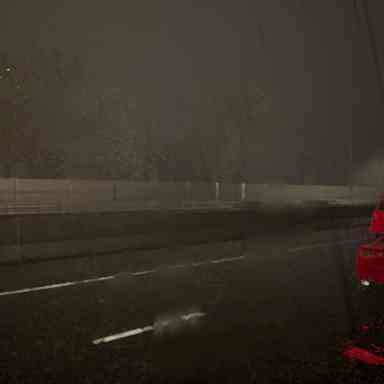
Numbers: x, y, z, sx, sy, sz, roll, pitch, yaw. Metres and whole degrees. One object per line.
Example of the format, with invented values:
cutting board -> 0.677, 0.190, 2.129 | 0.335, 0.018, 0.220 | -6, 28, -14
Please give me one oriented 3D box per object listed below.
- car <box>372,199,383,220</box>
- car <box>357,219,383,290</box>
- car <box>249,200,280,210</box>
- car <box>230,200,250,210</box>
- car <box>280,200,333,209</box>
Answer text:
car -> 10.658, 1.293, 15.653 | 5.566, 2.045, 2.150 | 0, 0, -35
car -> 5.978, 1.513, 8.022 | 5.008, 1.535, 1.882 | 0, 0, -35
car -> 8.257, 1.648, 31.386 | 5.357, 1.411, 2.033 | 0, 0, -35
car -> 6.086, 1.604, 34.134 | 4.892, 1.490, 1.837 | 0, 0, -35
car -> 10.102, 1.451, 28.400 | 4.553, 1.767, 2.097 | 0, 0, -35
